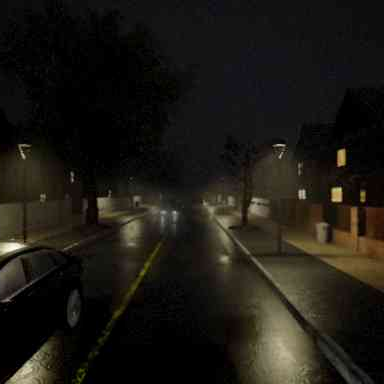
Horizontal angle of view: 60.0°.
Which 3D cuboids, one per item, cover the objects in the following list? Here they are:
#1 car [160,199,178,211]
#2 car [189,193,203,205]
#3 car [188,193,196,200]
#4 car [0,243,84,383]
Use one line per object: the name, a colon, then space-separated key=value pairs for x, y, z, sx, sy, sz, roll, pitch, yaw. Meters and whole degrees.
car: x=-2.835 y=1.577 z=41.756 sx=1.812 sy=1.442 sz=4.674 roll=0 pitch=0 yaw=0
car: x=0.935 y=1.405 z=61.642 sx=2.097 sy=1.767 sz=4.553 roll=-2 pitch=0 yaw=0
car: x=0.005 y=1.227 z=94.944 sx=2.150 sy=2.045 sz=5.566 roll=0 pitch=0 yaw=0
car: x=-2.843 y=1.497 z=4.107 sx=2.128 sy=1.511 sz=4.902 roll=0 pitch=0 yaw=0
